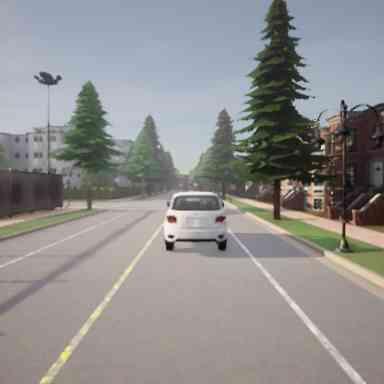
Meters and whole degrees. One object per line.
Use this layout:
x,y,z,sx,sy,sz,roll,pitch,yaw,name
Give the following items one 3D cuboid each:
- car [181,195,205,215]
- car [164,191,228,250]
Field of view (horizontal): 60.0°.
0.002,0.998,27.955,1.812,1.442,4.674,0,1,-3,car
0.142,0.972,13.202,2.150,2.045,5.566,0,1,0,car
